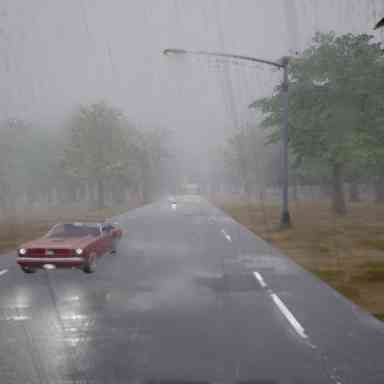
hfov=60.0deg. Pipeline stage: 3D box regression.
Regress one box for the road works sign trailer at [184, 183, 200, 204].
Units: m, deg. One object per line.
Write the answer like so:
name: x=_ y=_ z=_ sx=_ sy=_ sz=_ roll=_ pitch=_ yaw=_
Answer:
road works sign trailer: x=0.013 y=0.162 z=54.992 sx=2.380 sy=3.560 sz=2.880 roll=0 pitch=1 yaw=0

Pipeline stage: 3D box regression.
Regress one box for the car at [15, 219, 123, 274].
car: x=-3.591 y=1.578 z=10.613 sx=1.895 sy=1.301 sz=4.718 roll=0 pitch=0 yaw=0

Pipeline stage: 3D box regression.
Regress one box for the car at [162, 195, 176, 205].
car: x=-3.525 y=1.242 z=52.981 sx=1.812 sy=1.442 sz=4.674 roll=0 pitch=1 yaw=1
